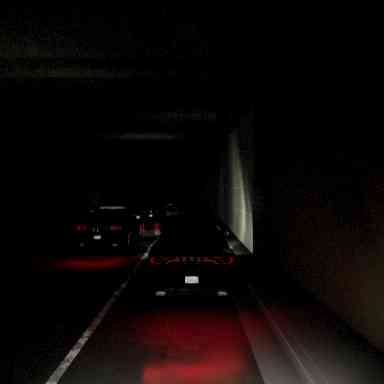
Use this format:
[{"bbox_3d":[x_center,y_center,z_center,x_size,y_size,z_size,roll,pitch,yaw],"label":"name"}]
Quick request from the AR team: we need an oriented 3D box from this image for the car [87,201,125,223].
[{"bbox_3d":[-6.810,1.525,26.824,1.812,1.442,4.674,0,0,0],"label":"car"}]

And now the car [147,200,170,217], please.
[{"bbox_3d":[-3.303,1.601,29.017,1.895,1.301,4.718,0,0,0],"label":"car"}]

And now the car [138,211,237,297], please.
[{"bbox_3d":[-0.006,1.477,8.650,1.882,1.535,5.008,0,0,0],"label":"car"}]

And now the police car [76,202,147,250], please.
[{"bbox_3d":[-3.396,1.425,14.531,1.930,1.638,5.238,0,0,0],"label":"police car"}]

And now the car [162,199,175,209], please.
[{"bbox_3d":[-3.303,1.601,44.017,1.895,1.301,4.718,0,0,0],"label":"car"}]
